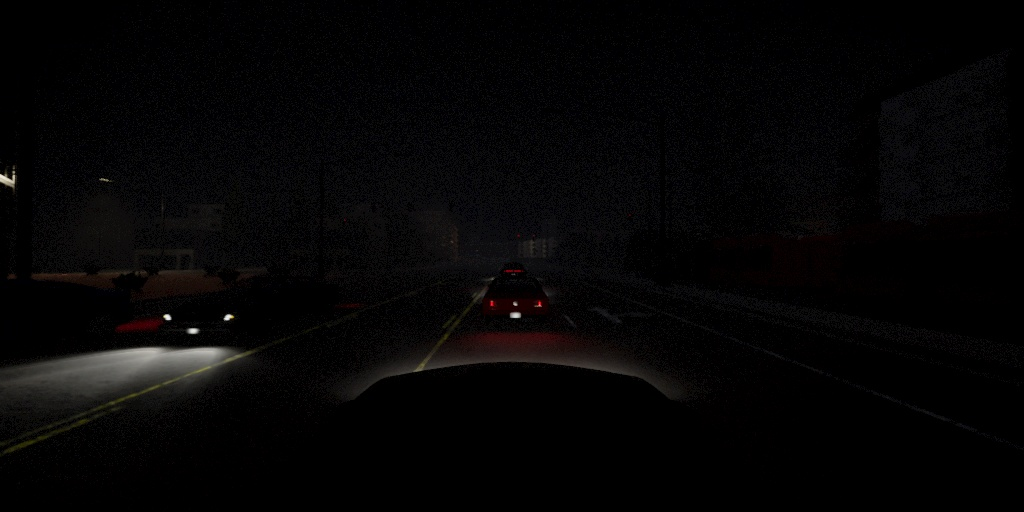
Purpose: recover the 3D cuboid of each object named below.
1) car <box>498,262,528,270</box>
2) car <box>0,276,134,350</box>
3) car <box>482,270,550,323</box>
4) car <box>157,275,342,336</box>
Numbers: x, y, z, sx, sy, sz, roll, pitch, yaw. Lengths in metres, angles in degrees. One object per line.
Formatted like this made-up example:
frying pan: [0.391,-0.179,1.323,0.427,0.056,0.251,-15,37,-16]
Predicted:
car: [0.086,1.220,25.666,1.837,1.490,4.892,0,-2,-1]
car: [-10.576,1.215,6.975,1.882,1.535,5.008,0,0,0]
car: [0.098,1.326,12.007,1.895,1.301,4.718,0,0,0]
car: [-7.055,1.276,10.605,2.033,1.411,5.357,0,0,1]
